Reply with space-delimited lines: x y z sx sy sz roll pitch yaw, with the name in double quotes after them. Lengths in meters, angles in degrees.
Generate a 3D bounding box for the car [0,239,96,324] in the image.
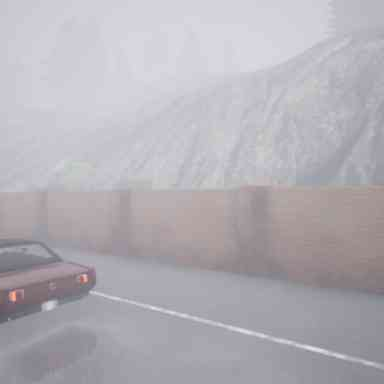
-4.230 1.653 6.913 4.718 1.301 1.895 -1 0 35 "car"
